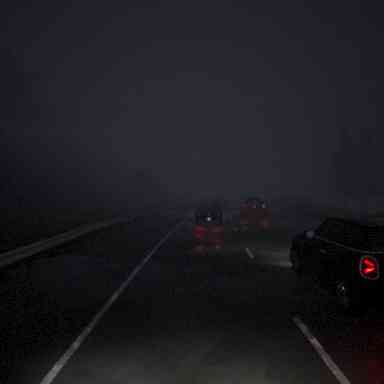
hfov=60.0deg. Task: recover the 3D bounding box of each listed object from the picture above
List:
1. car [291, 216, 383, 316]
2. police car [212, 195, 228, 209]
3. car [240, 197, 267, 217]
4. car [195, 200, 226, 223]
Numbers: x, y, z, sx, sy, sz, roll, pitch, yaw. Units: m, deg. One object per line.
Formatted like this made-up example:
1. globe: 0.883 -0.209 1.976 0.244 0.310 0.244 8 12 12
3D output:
1. car: 3.795 1.319 7.578 2.097 1.767 4.553 0 0 2
2. police car: 3.543 1.230 42.226 1.930 1.638 5.238 0 0 9
3. car: 5.401 1.217 29.670 2.097 1.767 4.553 0 0 6
4. car: 1.314 1.489 24.174 1.895 1.301 4.718 0 0 5
